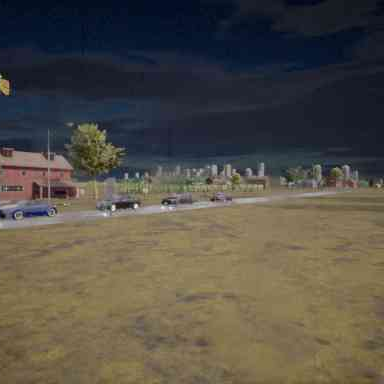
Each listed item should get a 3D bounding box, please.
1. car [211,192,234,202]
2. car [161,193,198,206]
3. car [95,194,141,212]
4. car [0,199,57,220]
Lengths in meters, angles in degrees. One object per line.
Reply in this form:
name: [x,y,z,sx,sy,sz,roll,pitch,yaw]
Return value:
car: [4.446,0.682,48.187,1.994,1.385,4.181,1,2,36]
car: [-1.374,0.871,40.191,2.033,1.411,5.357,1,2,36]
car: [-7.093,1.028,32.298,1.837,1.490,4.892,1,2,36]
car: [-12.369,1.267,25.014,1.994,1.385,4.181,1,2,34]
